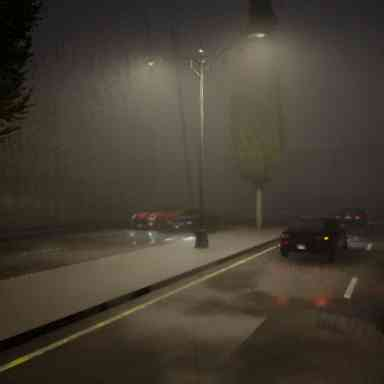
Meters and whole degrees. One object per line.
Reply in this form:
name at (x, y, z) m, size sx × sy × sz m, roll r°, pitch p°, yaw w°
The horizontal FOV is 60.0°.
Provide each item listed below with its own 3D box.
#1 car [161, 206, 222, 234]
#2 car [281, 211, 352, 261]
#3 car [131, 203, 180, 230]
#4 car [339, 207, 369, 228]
car at (0.337, 1.774, 21.159) m, size 1.812 × 1.442 × 4.674 m, roll -1°, pitch -1°, yaw 32°
car at (4.826, 1.652, 12.955) m, size 1.812 × 1.442 × 4.674 m, roll -1°, pitch -1°, yaw 32°
car at (-2.248, 1.644, 23.636) m, size 2.097 × 1.767 × 4.553 m, roll -1°, pitch -1°, yaw 32°
car at (11.682, 1.764, 24.277) m, size 2.033 × 1.411 × 5.357 m, roll -1°, pitch -1°, yaw 32°
